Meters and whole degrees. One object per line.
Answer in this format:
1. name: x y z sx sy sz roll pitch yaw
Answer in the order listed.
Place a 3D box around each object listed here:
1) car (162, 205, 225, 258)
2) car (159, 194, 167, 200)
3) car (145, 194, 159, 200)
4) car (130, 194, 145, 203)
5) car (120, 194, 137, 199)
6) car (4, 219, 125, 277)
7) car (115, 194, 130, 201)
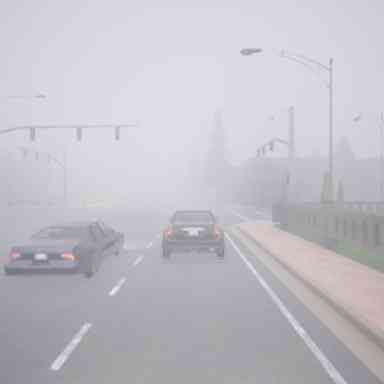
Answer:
1. car: 0.063 1.331 12.770 2.097 1.767 4.553 0 0 0
2. car: -8.405 1.358 86.835 1.837 1.490 4.892 0 0 -35
3. car: -11.108 1.457 84.586 1.895 1.301 4.718 0 0 -35
4. car: -10.911 1.370 65.937 1.882 1.535 5.008 0 0 -10
5. car: -17.621 1.267 92.405 4.902 1.511 2.128 0 0 43
6. car: -3.457 1.531 10.169 2.033 1.411 5.357 0 0 1
7. car: -16.950 1.224 80.739 2.097 1.767 4.553 0 0 -32
